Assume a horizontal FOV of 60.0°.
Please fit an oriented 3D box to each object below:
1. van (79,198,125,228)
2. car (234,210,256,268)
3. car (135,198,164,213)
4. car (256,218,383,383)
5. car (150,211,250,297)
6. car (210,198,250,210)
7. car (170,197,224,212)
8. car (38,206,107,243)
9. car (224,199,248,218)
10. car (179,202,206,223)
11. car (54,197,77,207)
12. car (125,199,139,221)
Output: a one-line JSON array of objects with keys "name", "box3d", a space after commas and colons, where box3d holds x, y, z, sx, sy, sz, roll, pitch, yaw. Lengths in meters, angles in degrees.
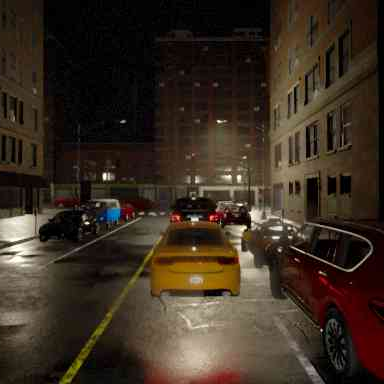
[{"name": "van", "box3d": [-5.858, 1.365, 21.803, 1.690, 1.788, 3.998, 1, 0, 0]}, {"name": "car", "box3d": [2.670, 1.535, 11.010, 1.752, 1.417, 4.829, 1, 0, 0]}, {"name": "car", "box3d": [-5.504, 1.432, 37.690, 5.008, 1.535, 1.882, 0, -1, 32]}, {"name": "car", "box3d": [2.675, 1.318, 5.357, 2.192, 1.841, 5.009, 1, 0, 0]}, {"name": "car", "box3d": [0.047, 1.485, 8.647, 1.882, 1.535, 5.008, 0, 0, -1]}, {"name": "car", "box3d": [4.855, 1.558, 43.305, 5.008, 1.535, 1.882, 0, -1, 0]}, {"name": "car", "box3d": [0.096, 1.238, 16.245, 2.150, 2.045, 5.566, 0, 0, 0]}, {"name": "car", "box3d": [-5.858, 1.582, 16.320, 1.947, 1.339, 4.313, 1, 0, 0]}, {"name": "car", "box3d": [2.667, 1.464, 21.805, 1.967, 1.590, 4.097, 1, 0, 0]}, {"name": "car", "box3d": [0.070, 1.595, 26.714, 1.994, 1.385, 4.181, 0, 0, 1]}, {"name": "car", "box3d": [-15.306, 1.406, 43.425, 5.008, 1.535, 1.882, 0, -1, 0]}, {"name": "car", "box3d": [-5.862, 1.577, 27.285, 1.887, 1.381, 4.507, 1, 0, 0]}]
